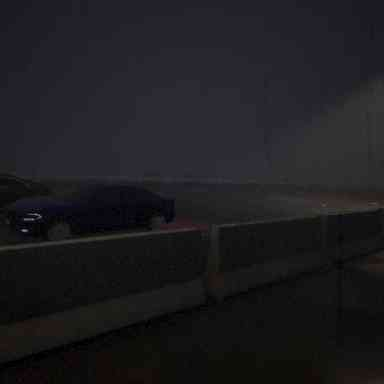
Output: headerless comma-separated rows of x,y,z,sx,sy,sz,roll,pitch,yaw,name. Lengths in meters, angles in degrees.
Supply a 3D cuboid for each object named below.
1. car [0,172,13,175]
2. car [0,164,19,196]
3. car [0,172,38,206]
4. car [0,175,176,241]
-6.966,0.116,10.675,4.902,1.511,2.128,-1,7,-44,car
-11.392,-0.630,16.068,5.008,1.535,1.882,-1,7,-44,car
-9.079,-0.146,13.523,4.718,1.301,1.895,-1,7,-44,car
-2.729,0.434,9.928,5.008,1.535,1.882,-1,6,-44,car
